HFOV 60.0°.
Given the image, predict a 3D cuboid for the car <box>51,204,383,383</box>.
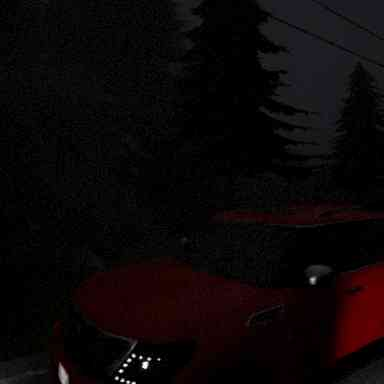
[{"bbox_3d":[1.194,1.214,4.386,5.566,2.045,2.150,0,0,-34],"label":"car"}]
